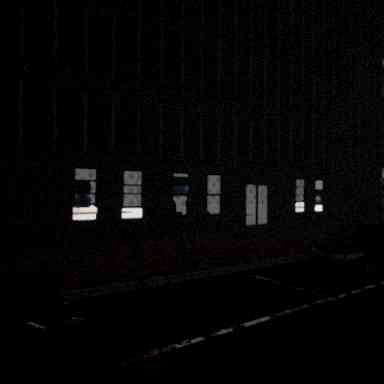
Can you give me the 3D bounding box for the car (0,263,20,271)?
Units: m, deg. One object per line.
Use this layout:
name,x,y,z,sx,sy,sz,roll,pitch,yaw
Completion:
car,-3.795,1.546,3.854,4.403,1.369,2.008,1,0,-35

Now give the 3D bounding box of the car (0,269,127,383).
car,-2.619,1.492,1.390,4.892,1.490,1.837,1,0,-35

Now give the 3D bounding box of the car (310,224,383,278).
car,5.494,1.695,10.434,4.206,1.307,1.802,1,0,-35
